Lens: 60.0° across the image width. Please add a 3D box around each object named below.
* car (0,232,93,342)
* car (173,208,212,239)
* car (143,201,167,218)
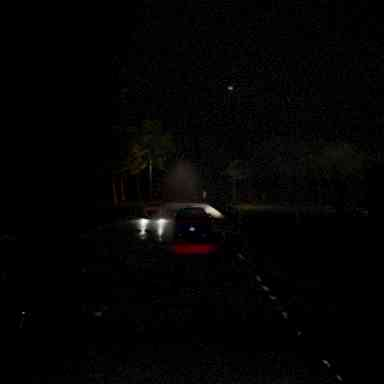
[{"bbox_3d":[-3.590,1.585,6.808,2.033,1.411,5.357,0,0,0],"label":"car"},{"bbox_3d":[0.010,1.583,17.914,1.882,1.535,5.008,0,0,0],"label":"car"},{"bbox_3d":[-3.504,1.665,32.113,1.882,1.535,5.008,0,-1,0],"label":"car"}]
